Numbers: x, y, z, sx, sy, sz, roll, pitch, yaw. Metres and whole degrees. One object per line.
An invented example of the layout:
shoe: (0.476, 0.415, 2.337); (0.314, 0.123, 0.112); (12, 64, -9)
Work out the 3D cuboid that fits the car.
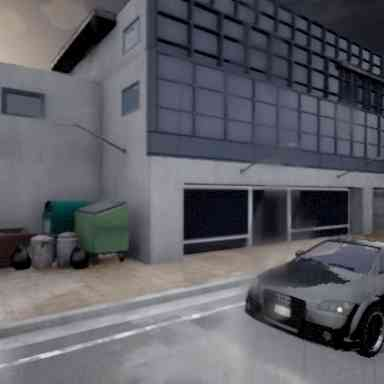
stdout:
car: (2.967, 1.591, 6.106); (4.181, 1.385, 1.994); (0, 0, -35)
